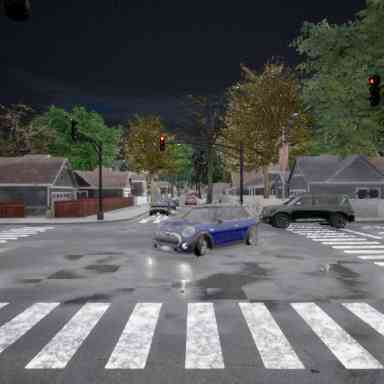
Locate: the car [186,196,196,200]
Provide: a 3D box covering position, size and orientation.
[{"bbox_3d":[-0.193,1.614,59.279,1.994,1.385,4.181,0,0,0],"label":"car"}]

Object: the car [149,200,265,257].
[{"bbox_3d":[0.631,1.340,13.077,2.097,1.767,4.553,0,0,45],"label":"car"}]

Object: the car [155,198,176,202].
[{"bbox_3d":[-3.032,1.567,32.879,2.033,1.411,5.357,0,0,0],"label":"car"}]

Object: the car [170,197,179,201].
[{"bbox_3d":[-3.013,1.594,42.768,1.994,1.385,4.181,0,0,0],"label":"car"}]

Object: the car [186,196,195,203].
[{"bbox_3d":[-0.321,1.574,73.379,1.837,1.490,4.892,0,0,0],"label":"car"}]

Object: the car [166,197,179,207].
[{"bbox_3d":[-3.032,1.568,53.018,1.812,1.442,4.674,0,0,0],"label":"car"}]

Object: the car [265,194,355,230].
[{"bbox_3d":[7.048,1.169,20.509,5.566,2.045,2.150,0,0,0],"label":"car"}]
